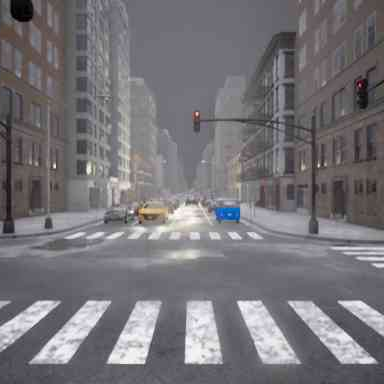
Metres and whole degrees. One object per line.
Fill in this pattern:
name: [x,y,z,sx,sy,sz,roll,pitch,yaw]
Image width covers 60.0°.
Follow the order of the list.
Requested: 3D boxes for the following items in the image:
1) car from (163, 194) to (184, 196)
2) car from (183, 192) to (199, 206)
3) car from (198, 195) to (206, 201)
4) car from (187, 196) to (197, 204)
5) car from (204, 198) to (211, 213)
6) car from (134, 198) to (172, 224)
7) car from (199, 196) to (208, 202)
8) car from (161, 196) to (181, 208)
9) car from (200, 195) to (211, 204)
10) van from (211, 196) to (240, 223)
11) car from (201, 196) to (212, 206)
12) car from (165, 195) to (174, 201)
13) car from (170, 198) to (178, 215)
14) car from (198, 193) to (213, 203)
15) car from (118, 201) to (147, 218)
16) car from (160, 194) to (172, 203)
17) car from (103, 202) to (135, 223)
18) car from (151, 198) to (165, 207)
car: [-2.822,1.520,50.071,2.128,1.511,4.902,0,0,1]
car: [-0.037,1.381,55.178,2.097,1.767,4.553,0,0,0]
car: [2.580,1.594,87.574,1.947,1.339,4.313,0,0,0]
car: [-0.043,1.506,65.210,1.882,1.535,5.008,0,0,0]
car: [2.613,1.606,36.442,1.802,1.307,4.206,0,0,0]
car: [-2.849,1.495,25.350,1.882,1.535,5.008,0,0,0]
car: [2.588,1.579,76.212,2.008,1.369,4.403,0,0,0]
car: [-2.814,1.553,43.058,1.812,1.442,4.674,0,0,1]
car: [2.595,1.469,64.849,1.967,1.590,4.097,0,0,0]
van: [2.620,1.358,25.080,1.690,1.788,3.998,0,0,0]
car: [2.606,1.611,47.805,1.802,1.307,4.206,0,0,0]
car: [-5.441,1.469,81.885,1.967,1.590,4.097,0,0,0]
car: [-2.823,1.587,34.301,1.994,1.385,4.181,0,0,0]
car: [2.602,1.344,53.487,2.192,1.841,5.009,0,0,0]
car: [-5.409,1.566,30.748,1.887,1.381,4.507,0,0,0]
car: [-5.434,1.344,70.521,2.192,1.841,5.009,0,0,0]
car: [-5.405,1.568,25.066,2.008,1.369,4.403,0,0,0]
car: [-5.423,1.595,53.476,1.947,1.339,4.313,0,0,0]
